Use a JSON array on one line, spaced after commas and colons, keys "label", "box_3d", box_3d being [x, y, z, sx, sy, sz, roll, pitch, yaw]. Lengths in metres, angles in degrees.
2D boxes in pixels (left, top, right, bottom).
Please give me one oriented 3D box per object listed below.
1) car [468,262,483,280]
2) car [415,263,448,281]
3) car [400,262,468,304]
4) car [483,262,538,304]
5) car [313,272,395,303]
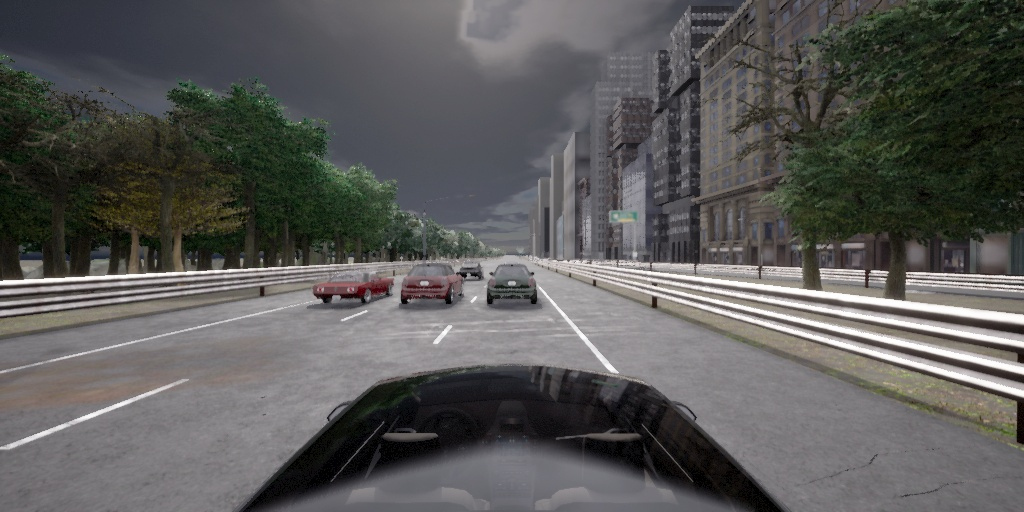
[{"label": "car", "box_3d": [-3.501, 1.282, 31.502, 1.837, 1.490, 4.892, 0, 0, 0]}, {"label": "car", "box_3d": [-7.001, 1.338, 31.502, 1.994, 1.385, 4.181, 0, 0, 0]}, {"label": "car", "box_3d": [-3.501, 1.116, 16.470, 2.097, 1.767, 4.553, 0, 0, 0]}, {"label": "car", "box_3d": [-0.001, 1.116, 16.470, 2.097, 1.767, 4.553, 0, 0, 0]}, {"label": "car", "box_3d": [-7.000, 1.366, 16.530, 1.895, 1.301, 4.718, 0, 0, 0]}]
